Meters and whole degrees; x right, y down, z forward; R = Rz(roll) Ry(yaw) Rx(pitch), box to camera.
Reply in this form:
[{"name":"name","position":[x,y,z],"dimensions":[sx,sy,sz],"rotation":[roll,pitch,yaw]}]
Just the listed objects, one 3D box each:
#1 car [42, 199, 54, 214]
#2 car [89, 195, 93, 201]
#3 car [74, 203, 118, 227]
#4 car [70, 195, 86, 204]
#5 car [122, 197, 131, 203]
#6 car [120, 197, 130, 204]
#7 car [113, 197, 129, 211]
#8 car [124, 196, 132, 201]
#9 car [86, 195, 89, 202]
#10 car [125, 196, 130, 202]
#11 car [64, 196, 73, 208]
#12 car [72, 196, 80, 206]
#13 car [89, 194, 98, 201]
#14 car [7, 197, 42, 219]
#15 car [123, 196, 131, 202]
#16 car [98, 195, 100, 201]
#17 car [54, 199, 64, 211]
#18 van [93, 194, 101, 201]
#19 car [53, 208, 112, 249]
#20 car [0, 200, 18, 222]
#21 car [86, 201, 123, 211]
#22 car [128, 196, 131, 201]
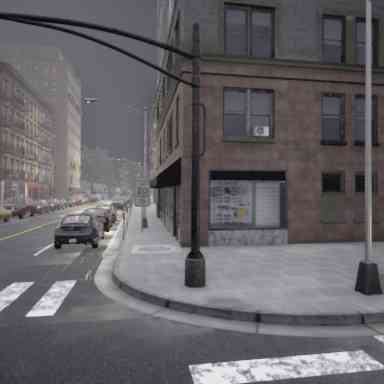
[{"name":"car","position":[-16.392,1.514,34.984],"dimensions":[1.967,1.590,4.097],"rotation":[0,0,-9]},{"name":"car","position":[-21.788,1.740,67.430],"dimensions":[1.802,1.307,4.206],"rotation":[0,0,-9]},{"name":"car","position":[-5.753,1.615,20.084],"dimensions":[1.887,1.381,4.507],"rotation":[0,0,-9]},{"name":"car","position":[-19.988,1.444,56.616],"dimensions":[2.192,1.841,5.009],"rotation":[0,0,-9]},{"name":"car","position":[-15.666,1.807,79.565],"dimensions":[1.802,1.307,4.206],"rotation":[0,0,-9]},{"name":"car","position":[-13.863,1.741,68.751],"dimensions":[1.887,1.381,4.507],"rotation":[0,0,-9]},{"name":"car","position":[-9.358,1.677,41.713],"dimensions":[2.008,1.369,4.403],"rotation":[0,0,-9]},{"name":"car","position":[-17.468,1.820,90.380],"dimensions":[1.947,1.339,4.313],"rotation":[0,0,-9]},{"name":"car","position":[-20.860,1.668,61.855],"dimensions":[1.752,1.417,4.829],"rotation":[0,0,-9]},{"name":"car","position":[-10.259,1.691,47.121],"dimensions":[2.008,1.369,4.403],"rotation":[0,0,-9]},{"name":"car","position":[-18.191,1.652,45.799],"dimensions":[2.008,1.369,4.403],"rotation":[0,0,-9]},{"name":"car","position":[-19.090,1.681,51.207],"dimensions":[1.947,1.339,4.313],"rotation":[0,0,-9]},{"name":"car","position":[-22.686,1.487,72.839],"dimensions":[2.192,1.841,5.009],"rotation":[0,0,-9]},{"name":"car","position":[-15.492,1.375,29.577],"dimensions":[2.192,1.841,5.009],"rotation":[0,0,-9]},{"name":"car","position":[-16.567,1.791,84.973],"dimensions":[2.008,1.369,4.403],"rotation":[0,0,-9]},{"name":"car","position":[-23.585,1.502,78.247],"dimensions":[2.192,1.841,5.009],"rotation":[0,0,-9]},{"name":"car","position":[-17.291,1.528,40.392],"dimensions":[1.967,1.590,4.097],"rotation":[0,0,-9]},{"name":"van","position":[-25.383,1.557,89.062],"dimensions":[1.690,1.788,3.998],"rotation":[0,0,-9]},{"name":"car","position":[-4.852,1.608,14.677],"dimensions":[2.008,1.369,4.403],"rotation":[0,0,-9]},{"name":"car","position":[-14.566,1.571,24.000],"dimensions":[1.752,1.417,4.829],"rotation":[0,0,-9]},{"name":"car","position":[-6.655,1.635,25.491],"dimensions":[2.008,1.369,4.403],"rotation":[0,0,-9]},{"name":"car","position":[-11.159,1.594,52.529],"dimensions":[1.967,1.590,4.097],"rotation":[0,0,-9]}]
